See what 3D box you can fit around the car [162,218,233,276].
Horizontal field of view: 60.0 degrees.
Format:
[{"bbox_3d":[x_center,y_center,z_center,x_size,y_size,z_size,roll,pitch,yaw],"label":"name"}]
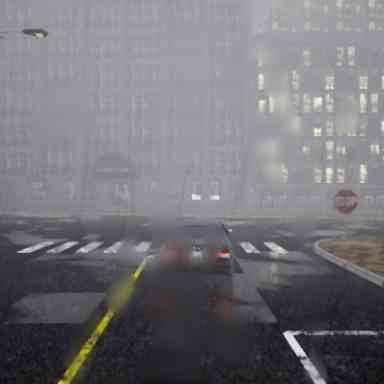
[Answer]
[{"bbox_3d":[0.289,1.526,10.297,2.033,1.411,5.357,0,0,4],"label":"car"}]
